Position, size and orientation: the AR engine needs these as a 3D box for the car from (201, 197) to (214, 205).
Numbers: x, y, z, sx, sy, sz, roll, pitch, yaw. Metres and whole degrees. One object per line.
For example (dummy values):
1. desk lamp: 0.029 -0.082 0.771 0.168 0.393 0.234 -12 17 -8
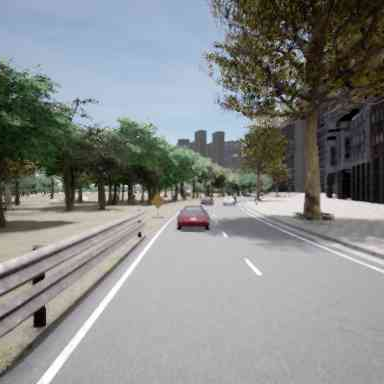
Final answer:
1. car: 2.462 1.470 54.182 2.033 1.411 5.357 0 0 9

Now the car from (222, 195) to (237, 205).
1. car: 6.057 1.434 54.603 1.812 1.442 4.674 0 0 9

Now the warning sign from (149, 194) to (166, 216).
1. warning sign: -2.890 1.085 28.343 1.300 1.860 1.060 0 0 2

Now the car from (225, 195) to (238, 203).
1. car: 7.657 1.375 64.607 2.128 1.511 4.902 0 0 11

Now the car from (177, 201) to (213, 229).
1. car: 0.114 1.532 21.280 1.994 1.385 4.181 0 0 1
